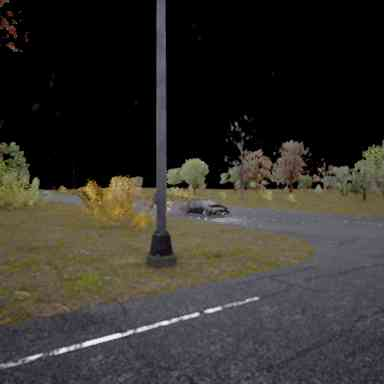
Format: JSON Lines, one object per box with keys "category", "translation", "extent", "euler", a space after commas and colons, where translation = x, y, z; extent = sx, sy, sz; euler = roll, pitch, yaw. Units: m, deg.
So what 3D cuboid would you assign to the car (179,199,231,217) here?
{"category": "car", "translation": [0.934, 1.318, 28.566], "extent": [2.033, 1.411, 5.357], "euler": [-1, 1, -35]}
